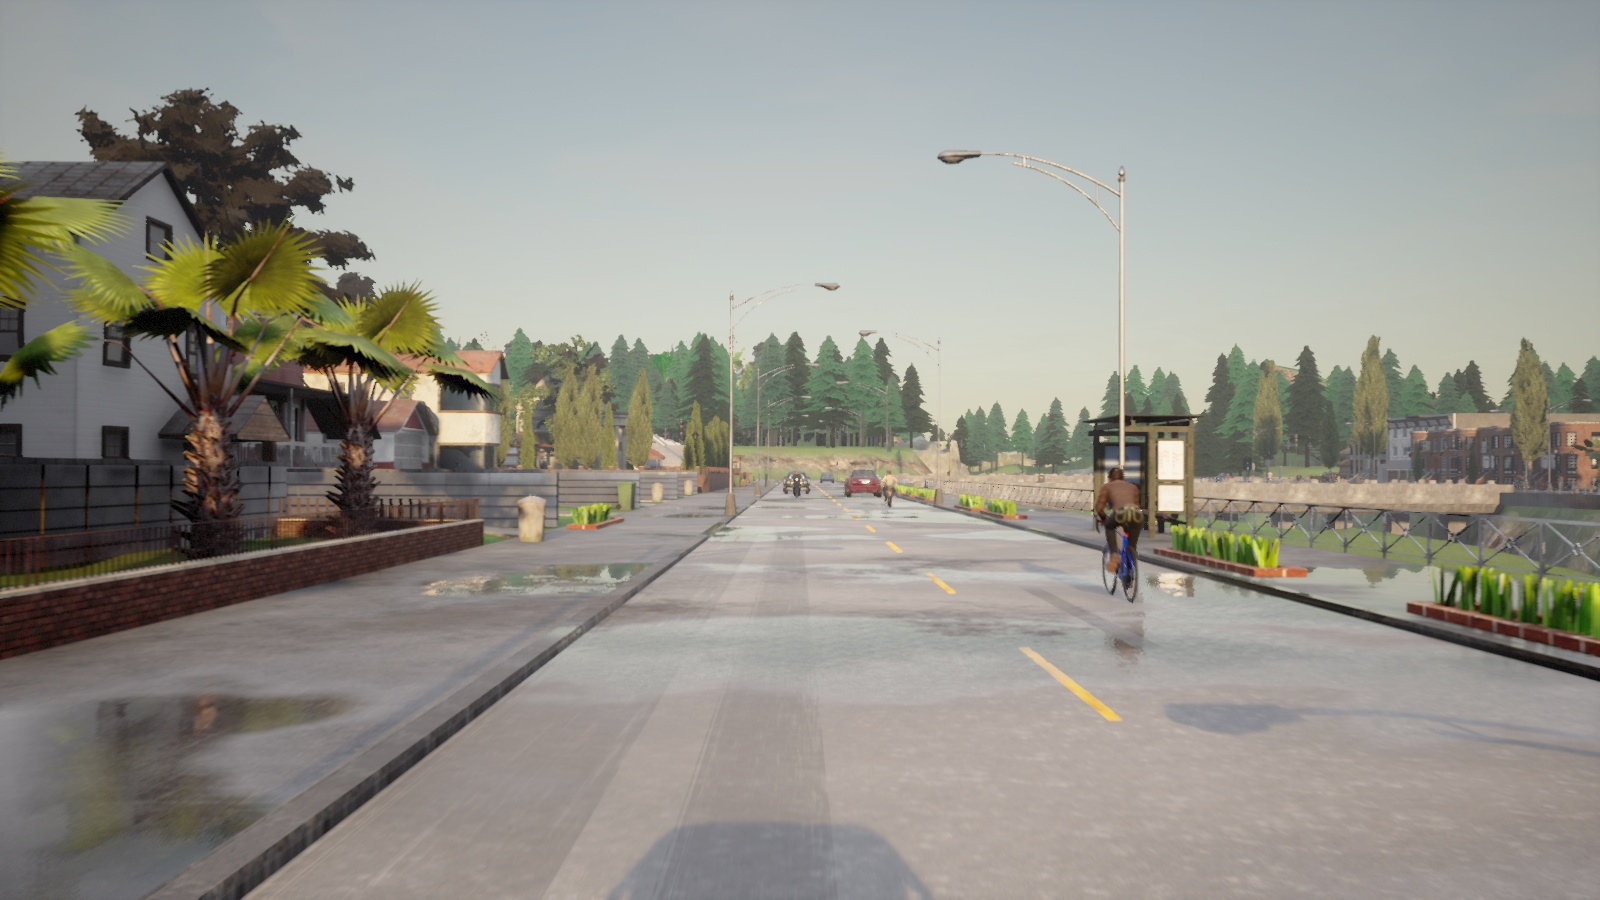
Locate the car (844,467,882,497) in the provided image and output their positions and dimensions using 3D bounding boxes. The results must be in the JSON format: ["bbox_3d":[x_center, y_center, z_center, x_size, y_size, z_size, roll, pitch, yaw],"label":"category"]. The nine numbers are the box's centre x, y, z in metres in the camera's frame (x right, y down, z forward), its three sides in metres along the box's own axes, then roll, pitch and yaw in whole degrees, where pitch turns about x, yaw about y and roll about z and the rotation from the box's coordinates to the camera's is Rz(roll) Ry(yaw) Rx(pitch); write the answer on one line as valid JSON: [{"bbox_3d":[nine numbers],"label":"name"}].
[{"bbox_3d":[3.819,1.942,76.725,2.097,1.767,4.553,0,-1,0],"label":"car"}]

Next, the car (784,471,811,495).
[{"bbox_3d":[-0.201,2.222,85.289,1.789,1.549,3.705,0,-1,0],"label":"car"}]

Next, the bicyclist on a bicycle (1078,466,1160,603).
[{"bbox_3d":[3.963,1.014,15.700,0.582,1.620,1.656,0,-1,0],"label":"bicyclist on a bicycle"}]
